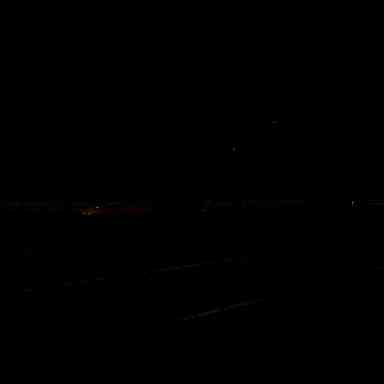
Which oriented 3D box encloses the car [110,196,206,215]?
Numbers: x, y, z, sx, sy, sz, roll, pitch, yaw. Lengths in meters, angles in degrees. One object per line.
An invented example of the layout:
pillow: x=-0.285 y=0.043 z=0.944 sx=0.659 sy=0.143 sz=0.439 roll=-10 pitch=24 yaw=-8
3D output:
car: x=-1.711 y=1.287 z=19.968 sx=5.566 sy=2.045 sz=2.150 roll=1 pitch=0 yaw=-35

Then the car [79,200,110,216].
car: x=-6.086 y=1.540 z=25.444 sx=5.008 sy=1.535 sz=1.882 roll=0 pitch=0 yaw=-35

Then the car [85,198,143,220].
car: x=-6.811 y=1.426 z=29.225 sx=4.553 sy=1.767 sz=2.097 roll=1 pitch=0 yaw=-35

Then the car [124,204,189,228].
car: x=-2.507 y=1.640 z=23.697 sx=4.181 sy=1.385 sz=1.994 roll=1 pitch=0 yaw=-35

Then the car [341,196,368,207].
car: x=25.860 y=1.601 z=52.444 sx=5.566 sy=2.045 sz=2.150 roll=0 pitch=0 yaw=-35

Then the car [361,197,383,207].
car: x=27.605 y=1.903 z=49.407 sx=4.674 sy=1.442 sz=1.812 roll=0 pitch=0 yaw=-35
